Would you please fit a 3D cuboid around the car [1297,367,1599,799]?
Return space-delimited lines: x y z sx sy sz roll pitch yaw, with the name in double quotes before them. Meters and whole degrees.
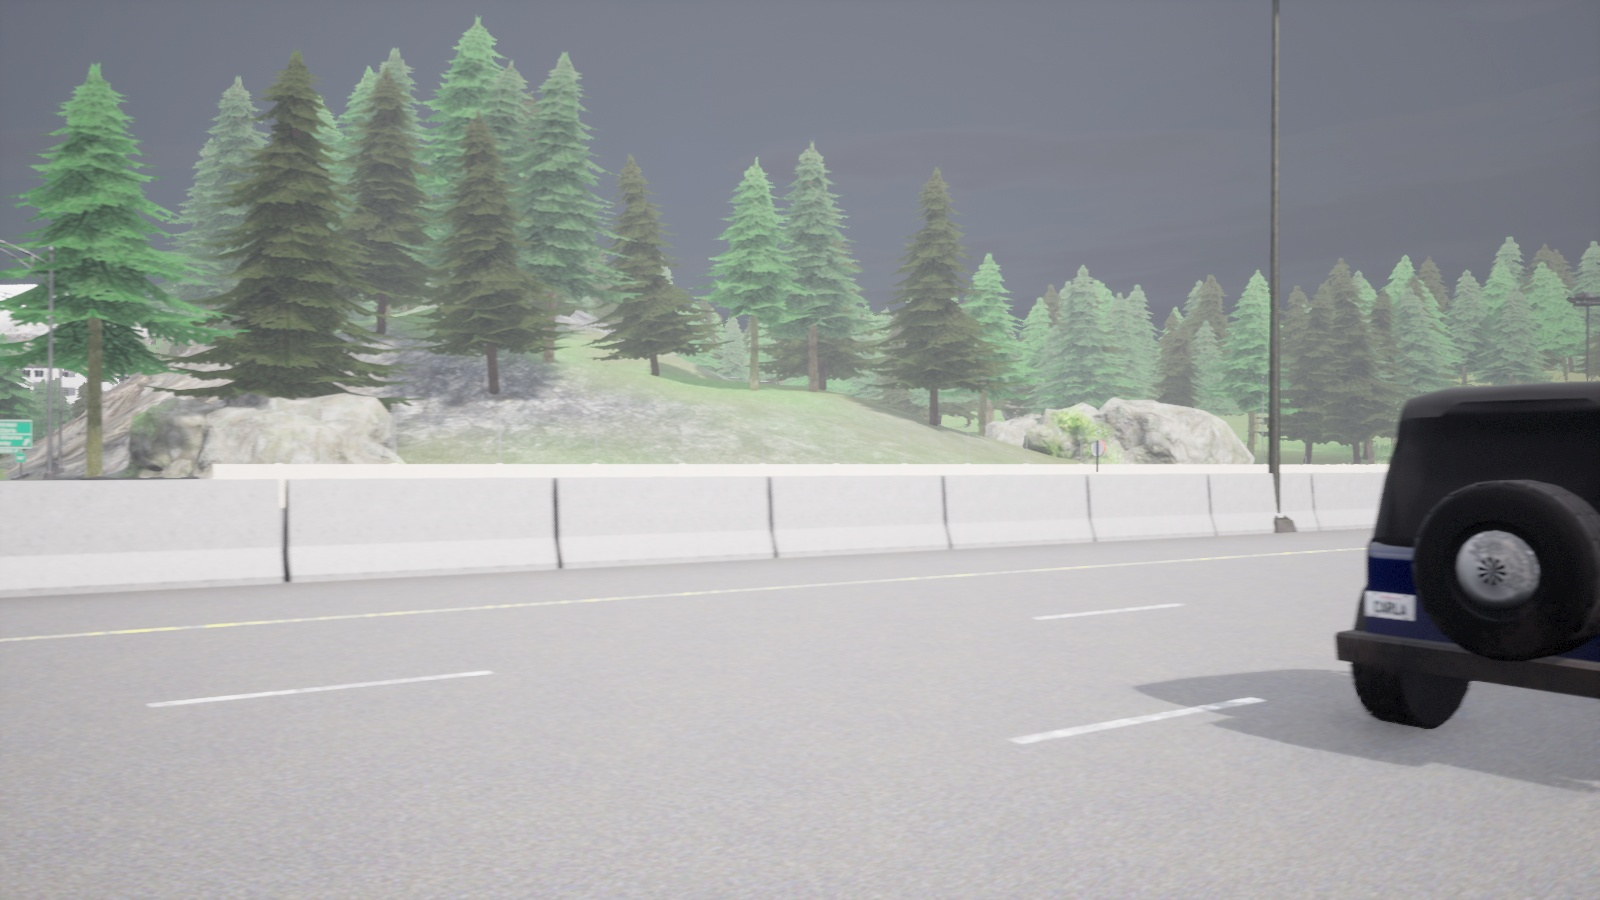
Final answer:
"car" 4.770 0.578 6.979 3.866 1.878 1.905 0 0 -35
